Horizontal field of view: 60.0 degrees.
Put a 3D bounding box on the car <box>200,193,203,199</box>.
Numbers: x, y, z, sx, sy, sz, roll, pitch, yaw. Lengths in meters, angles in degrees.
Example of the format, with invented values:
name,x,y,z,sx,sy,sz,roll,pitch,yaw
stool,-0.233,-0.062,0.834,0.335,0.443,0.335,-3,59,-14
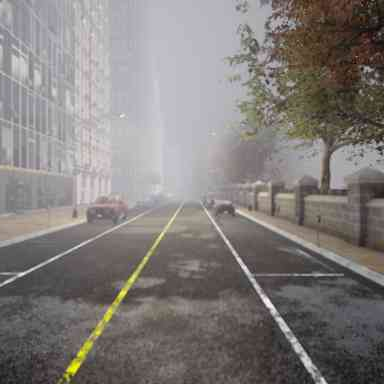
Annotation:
name,x,y,z,sx,sy,sz,roll,pitch,yaw
car,2.729,0.930,50.927,2.192,1.841,5.009,0,0,0

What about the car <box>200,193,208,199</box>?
name,x,y,z,sx,sy,sz,roll,pitch,yaw
car,2.745,0.953,78.730,1.802,1.307,4.206,0,1,0

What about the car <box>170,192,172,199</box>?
name,x,y,z,sx,sy,sz,roll,pitch,yaw
car,-5.788,1.036,67.882,1.947,1.339,4.313,0,1,0

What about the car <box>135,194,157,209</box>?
name,x,y,z,sx,sy,sz,roll,pitch,yaw
car,-5.805,1.255,40.079,2.008,1.369,4.403,0,0,0

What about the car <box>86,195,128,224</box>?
name,x,y,z,sx,sy,sz,roll,pitch,yaw
car,-5.814,1.145,23.397,2.192,1.841,5.009,0,0,0

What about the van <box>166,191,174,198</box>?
name,x,y,z,sx,sy,sz,roll,pitch,yaw
van,-5.630,0.659,84.559,1.690,1.788,3.998,0,1,0

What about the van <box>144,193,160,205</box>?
name,x,y,z,sx,sy,sz,roll,pitch,yaw
van,-5.800,1.001,45.638,1.690,1.788,3.998,0,0,0

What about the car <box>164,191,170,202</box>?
name,x,y,z,sx,sy,sz,roll,pitch,yaw
car,-5.790,0.959,62.321,1.967,1.590,4.097,0,0,0

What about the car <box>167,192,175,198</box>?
name,x,y,z,sx,sy,sz,roll,pitch,yaw
car,-5.598,0.831,90.104,1.947,1.339,4.313,1,1,1

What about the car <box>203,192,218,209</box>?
name,x,y,z,sx,sy,sz,roll,pitch,yaw
car,2.721,1.145,39.809,1.967,1.590,4.097,0,0,0

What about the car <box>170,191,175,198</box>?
name,x,y,z,sx,sy,sz,roll,pitch,yaw
car,-5.645,0.896,78.832,1.752,1.417,4.829,0,1,0

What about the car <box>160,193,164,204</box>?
name,x,y,z,sx,sy,sz,roll,pitch,yaw
car,-5.798,1.180,51.201,1.947,1.339,4.313,0,0,0

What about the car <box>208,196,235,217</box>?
name,x,y,z,sx,sy,sz,roll,pitch,yaw
car,2.713,1.341,28.690,2.008,1.369,4.403,0,0,0
